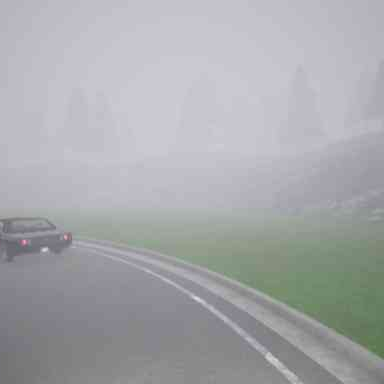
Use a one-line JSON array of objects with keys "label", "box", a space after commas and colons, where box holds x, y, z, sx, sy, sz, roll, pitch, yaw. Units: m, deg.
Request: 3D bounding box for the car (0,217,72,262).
[{"label": "car", "box": [-6.365, 1.571, 12.186, 4.718, 1.301, 1.895, 0, 1, 42]}]
